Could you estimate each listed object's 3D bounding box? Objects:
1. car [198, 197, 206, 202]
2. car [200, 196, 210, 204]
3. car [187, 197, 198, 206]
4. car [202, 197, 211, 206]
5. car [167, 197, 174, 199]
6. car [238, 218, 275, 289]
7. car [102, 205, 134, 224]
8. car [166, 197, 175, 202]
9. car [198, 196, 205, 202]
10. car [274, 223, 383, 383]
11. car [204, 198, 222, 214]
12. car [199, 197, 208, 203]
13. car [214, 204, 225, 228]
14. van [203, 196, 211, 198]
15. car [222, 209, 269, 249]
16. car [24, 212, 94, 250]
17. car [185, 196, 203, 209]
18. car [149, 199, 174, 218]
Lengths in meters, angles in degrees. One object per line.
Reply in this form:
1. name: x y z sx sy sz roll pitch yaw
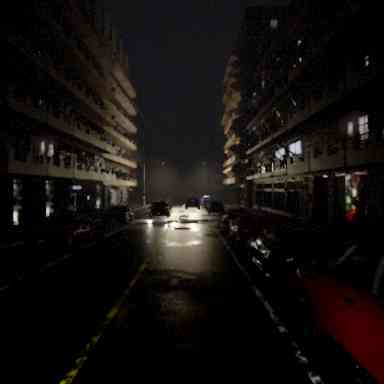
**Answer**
1. car: 2.680 1.933 88.449 1.887 1.381 4.507 -1 0 0
2. car: 2.677 1.765 71.456 1.967 1.590 4.097 -1 0 0
3. car: 0.101 1.790 64.625 2.128 1.511 4.902 0 0 0
4. car: 2.678 1.759 43.132 2.008 1.369 4.403 -1 0 0
5. car: -5.701 1.892 82.559 1.752 1.417 4.829 -1 0 0
6. car: 2.645 1.613 9.145 1.947 1.339 4.313 -1 0 0
7. car: -5.702 1.695 26.081 1.947 1.339 4.313 -1 0 0
8. car: -5.700 1.954 88.395 1.947 1.339 4.313 -1 0 0
9. car: 2.680 1.954 94.114 1.887 1.381 4.507 -1 0 0
10. car: 2.640 1.334 3.483 2.192 1.841 5.009 -1 0 0
11. car: 2.680 1.748 37.467 1.947 1.339 4.313 -1 0 0
12. car: 2.680 1.928 77.120 1.802 1.307 4.206 -1 0 0
13. car: 2.650 1.669 20.474 1.947 1.339 4.313 -1 0 0
14. van: 2.675 1.622 60.127 1.690 1.788 3.998 -1 0 0
15. car: 2.644 1.620 14.810 1.887 1.381 4.507 -1 0 0
16. car: -5.703 1.620 14.751 1.887 1.381 4.507 -1 0 0
17. car: 0.100 1.591 49.869 2.097 1.767 4.553 0 0 0
18. car: -3.000 1.705 32.044 1.837 1.490 4.892 0 0 0
